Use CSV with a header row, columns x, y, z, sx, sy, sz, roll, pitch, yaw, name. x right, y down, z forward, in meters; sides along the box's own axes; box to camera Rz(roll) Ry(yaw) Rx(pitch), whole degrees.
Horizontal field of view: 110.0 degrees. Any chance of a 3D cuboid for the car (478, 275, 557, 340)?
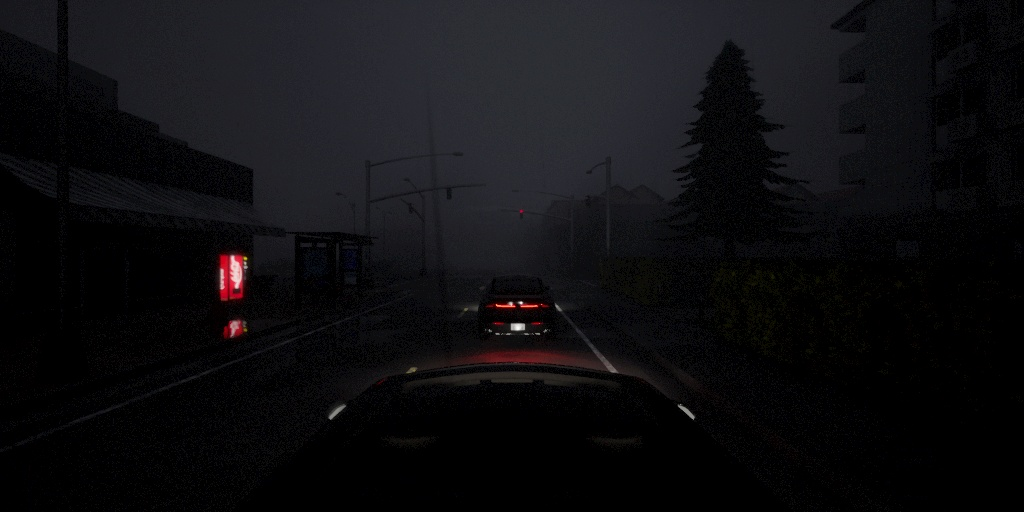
x,y,z,sx,sy,sz,roll,pitch,yaw,name
0.119,1.255,10.016,1.837,1.490,4.892,0,0,0,car
